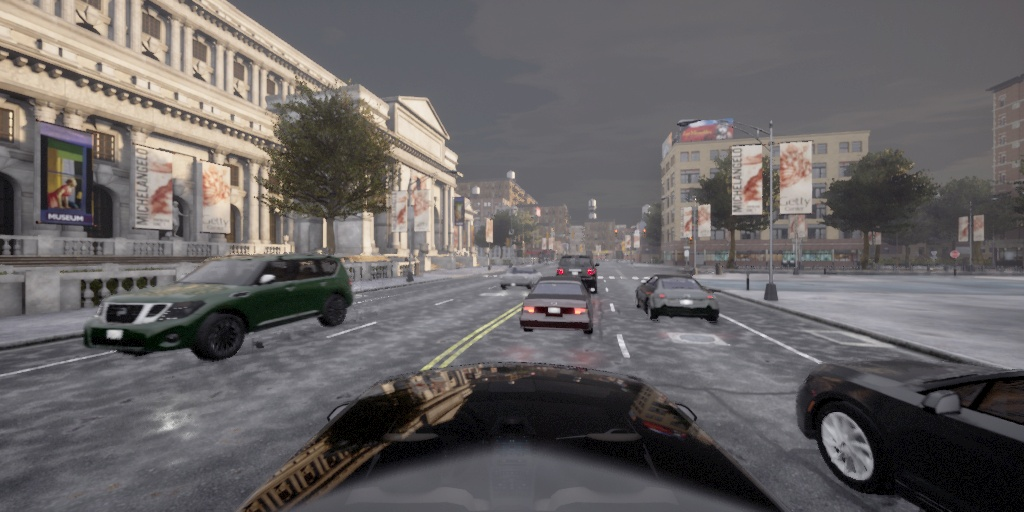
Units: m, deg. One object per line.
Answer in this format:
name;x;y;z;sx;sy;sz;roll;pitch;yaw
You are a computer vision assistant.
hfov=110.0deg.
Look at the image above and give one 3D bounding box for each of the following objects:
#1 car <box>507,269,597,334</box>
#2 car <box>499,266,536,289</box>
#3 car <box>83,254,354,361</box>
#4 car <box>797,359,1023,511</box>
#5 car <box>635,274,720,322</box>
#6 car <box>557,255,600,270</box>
car;1.463;1.295;10.700;2.033;1.411;5.357;0;0;11
car;0.603;1.344;22.849;1.895;1.301;4.718;0;0;14
car;-6.255;0.970;8.789;2.150;2.045;5.566;0;0;10
car;3.772;1.255;1.616;1.837;1.490;4.892;0;0;1
car;5.493;1.310;12.379;1.994;1.385;4.181;0;0;12
car;3.801;0.965;20.677;2.150;2.045;5.566;0;0;13
